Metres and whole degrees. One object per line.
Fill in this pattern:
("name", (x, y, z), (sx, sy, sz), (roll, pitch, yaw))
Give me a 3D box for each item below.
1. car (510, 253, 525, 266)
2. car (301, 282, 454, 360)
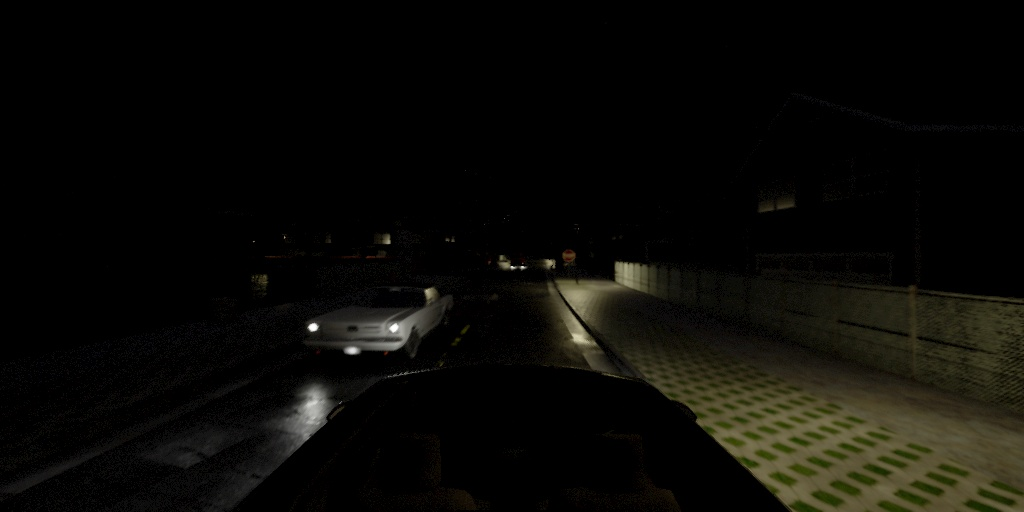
("car", (1.003, 0.663, 59.360), (2.150, 2.045, 5.566), (0, 3, 5))
("car", (-2.709, 1.329, 8.427), (1.895, 1.301, 4.718), (0, 0, 2))
